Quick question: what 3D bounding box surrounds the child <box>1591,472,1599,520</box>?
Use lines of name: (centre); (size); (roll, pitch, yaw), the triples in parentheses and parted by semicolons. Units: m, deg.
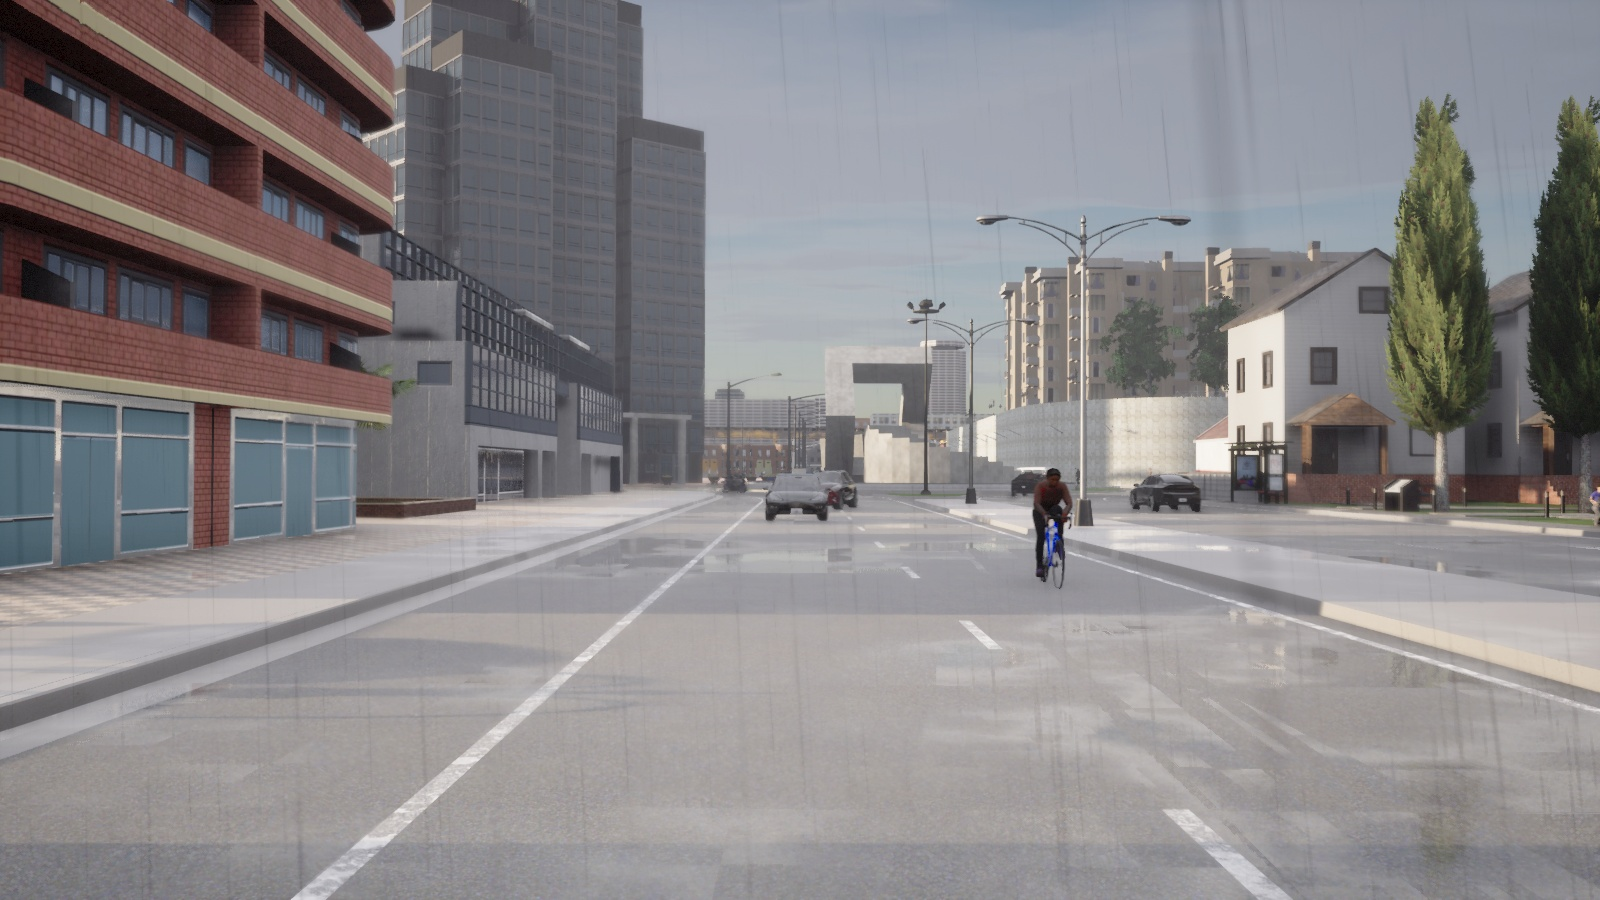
child: (21.262, 1.223, 33.333); (0.270, 1.263, 0.437); (0, -1, 2)

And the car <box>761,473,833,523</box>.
car: (-0.094, 1.494, 40.543); (2.163, 1.488, 4.792); (0, -1, 0)

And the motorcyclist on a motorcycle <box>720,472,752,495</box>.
motorcyclist on a motorcycle: (-4.427, 2.322, 86.862); (2.191, 1.530, 0.866); (-1, -2, 40)

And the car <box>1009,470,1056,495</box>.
car: (15.105, 2.095, 81.395); (1.882, 1.535, 5.008); (-1, -1, 23)

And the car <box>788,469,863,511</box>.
car: (1.110, 1.611, 51.984); (2.033, 1.649, 4.856); (0, -1, 14)

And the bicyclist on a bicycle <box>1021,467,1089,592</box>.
bicyclist on a bicycle: (3.460, 1.041, 17.178); (0.582, 1.620, 1.656); (0, -1, 0)

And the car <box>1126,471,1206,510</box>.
car: (14.881, 1.619, 51.293); (1.837, 1.490, 4.892); (0, -1, 0)
